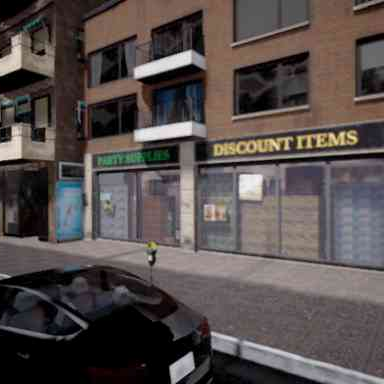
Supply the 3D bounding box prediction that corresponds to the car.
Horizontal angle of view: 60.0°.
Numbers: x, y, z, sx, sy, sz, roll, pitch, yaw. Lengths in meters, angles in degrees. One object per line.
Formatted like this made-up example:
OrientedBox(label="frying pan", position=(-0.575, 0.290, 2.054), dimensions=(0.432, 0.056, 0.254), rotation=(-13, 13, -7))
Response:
OrientedBox(label="car", position=(-1.776, 1.601, 4.137), dimensions=(4.313, 1.339, 1.947), rotation=(-1, 0, 36))
